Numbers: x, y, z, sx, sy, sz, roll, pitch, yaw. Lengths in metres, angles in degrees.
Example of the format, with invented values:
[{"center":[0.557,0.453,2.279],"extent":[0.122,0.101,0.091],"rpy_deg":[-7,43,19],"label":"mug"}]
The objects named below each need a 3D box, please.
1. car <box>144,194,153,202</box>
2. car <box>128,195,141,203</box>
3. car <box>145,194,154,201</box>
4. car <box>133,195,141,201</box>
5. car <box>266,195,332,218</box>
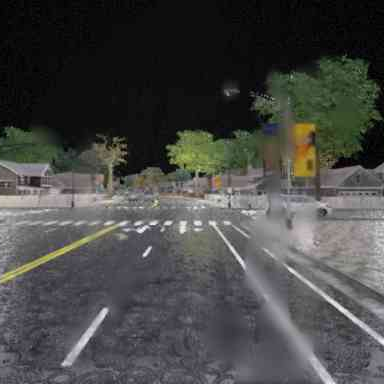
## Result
[{"center":[-9.080,1.456,70.341],"extent":[2.033,1.411,5.357],"rpy_deg":[0,0,-6],"label":"car"},{"center":[-12.304,1.397,69.923],"extent":[1.882,1.535,5.008],"rpy_deg":[0,0,-6],"label":"car"},{"center":[-10.931,1.394,85.821],"extent":[2.128,1.511,4.902],"rpy_deg":[0,0,-7],"label":"car"},{"center":[-14.150,1.396,85.372],"extent":[1.812,1.442,4.674],"rpy_deg":[0,0,-7],"label":"car"},{"center":[9.365,1.269,29.464],"extent":[5.566,2.045,2.150],"rpy_deg":[0,0,2],"label":"car"}]
